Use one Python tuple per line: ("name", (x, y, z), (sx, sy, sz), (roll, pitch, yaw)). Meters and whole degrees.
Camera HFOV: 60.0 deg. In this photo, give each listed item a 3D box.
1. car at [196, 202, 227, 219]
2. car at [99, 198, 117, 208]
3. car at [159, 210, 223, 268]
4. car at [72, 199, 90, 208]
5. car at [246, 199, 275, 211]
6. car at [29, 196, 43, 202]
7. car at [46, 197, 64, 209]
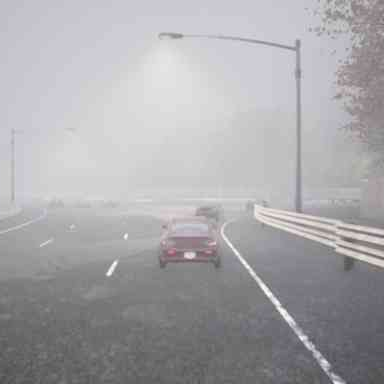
("car", (1.583, 1.567, 26.985), (1.837, 1.490, 4.892), (-1, 0, 15))
("car", (-12.590, 1.675, 49.965), (1.812, 1.442, 4.674), (0, 0, -27))
("car", (-0.072, 1.553, 11.330), (1.812, 1.442, 4.674), (0, 0, 0))
("car", (-16.962, 1.725, 50.738), (1.994, 1.385, 4.181), (0, 0, -29))
("car", (8.376, 1.556, 40.429), (1.882, 1.535, 5.008), (-1, -1, 37))
("car", (-39.521, 1.772, 84.269), (5.008, 1.535, 1.882), (0, 0, 40))
("car", (-20.624, 1.520, 50.108), (2.097, 1.767, 4.553), (0, 0, -29))
